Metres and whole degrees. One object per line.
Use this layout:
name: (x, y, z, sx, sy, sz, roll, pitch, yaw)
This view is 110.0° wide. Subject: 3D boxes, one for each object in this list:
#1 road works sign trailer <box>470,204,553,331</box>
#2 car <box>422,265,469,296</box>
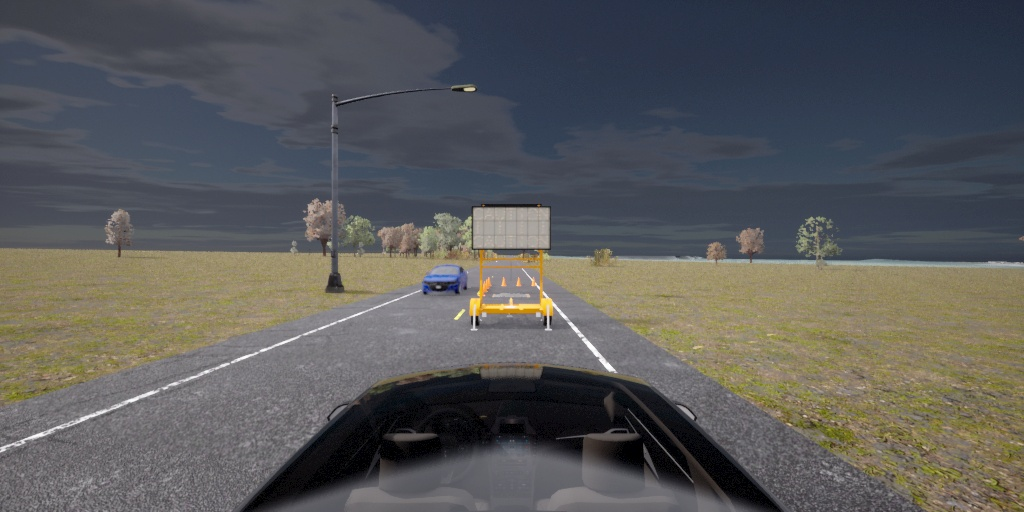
road works sign trailer: (-0.023, 0.215, 11.023, 2.380, 3.560, 2.880, 0, 0, 0)
car: (-3.545, 1.229, 19.751, 1.882, 1.535, 5.008, 0, 0, 0)
